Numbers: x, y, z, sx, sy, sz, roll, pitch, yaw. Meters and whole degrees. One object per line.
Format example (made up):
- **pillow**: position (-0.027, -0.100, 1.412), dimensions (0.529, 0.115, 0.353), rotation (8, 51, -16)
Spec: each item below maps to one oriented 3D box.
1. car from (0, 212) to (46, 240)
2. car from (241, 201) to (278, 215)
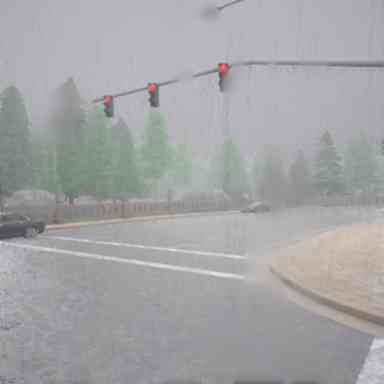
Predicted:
- **car**: position (-9.829, 1.802, 16.502), dimensions (1.837, 1.490, 4.892), rotation (-1, 0, 36)
- **car**: position (7.329, 1.676, 35.977), dimensions (4.674, 1.442, 1.812), rotation (0, -1, -36)
